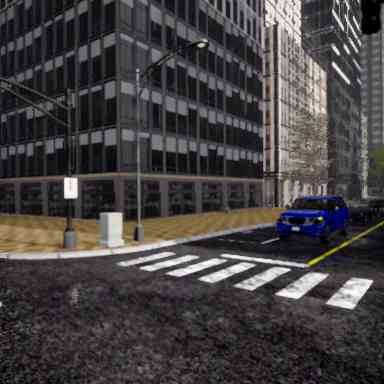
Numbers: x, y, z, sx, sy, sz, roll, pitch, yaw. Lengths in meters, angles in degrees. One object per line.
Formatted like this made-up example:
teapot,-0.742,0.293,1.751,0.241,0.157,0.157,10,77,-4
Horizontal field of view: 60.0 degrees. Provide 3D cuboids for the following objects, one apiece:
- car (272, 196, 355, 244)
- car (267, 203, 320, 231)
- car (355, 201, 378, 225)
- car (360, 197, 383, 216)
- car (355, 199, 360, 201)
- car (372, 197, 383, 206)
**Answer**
car,6.093,1.213,16.347,2.150,2.045,5.566,0,0,38
car,6.721,1.520,21.561,1.752,1.417,4.829,-1,0,37
car,12.059,1.583,24.408,1.895,1.301,4.718,0,0,37
car,18.296,1.476,32.801,1.837,1.490,4.892,0,0,37
car,20.246,1.536,39.821,1.947,1.339,4.313,-1,0,37
car,30.211,1.472,53.277,1.752,1.417,4.829,-1,0,37
